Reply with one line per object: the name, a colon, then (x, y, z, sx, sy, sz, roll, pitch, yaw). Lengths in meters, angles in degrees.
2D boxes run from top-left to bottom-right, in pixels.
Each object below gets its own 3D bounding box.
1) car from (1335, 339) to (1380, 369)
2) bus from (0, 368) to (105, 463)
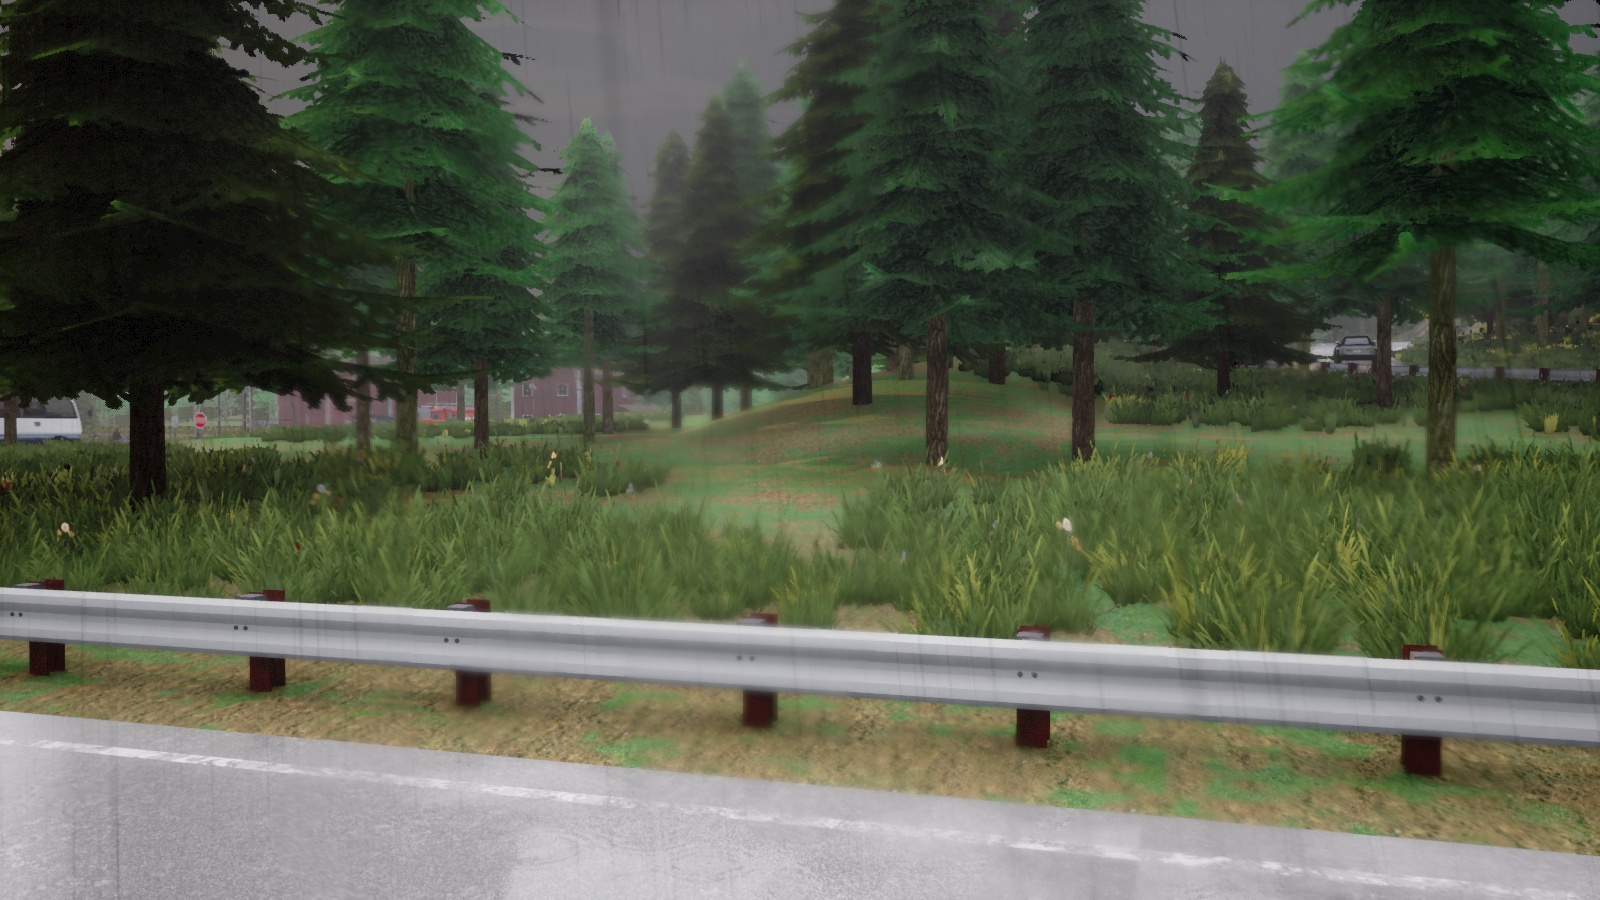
car: (27.880, -4.822, 62.861, 1.994, 1.385, 4.181, 0, 6, 23)
bus: (-37.520, -1.582, 57.330, 3.944, 4.253, 10.273, 1, 1, 17)
